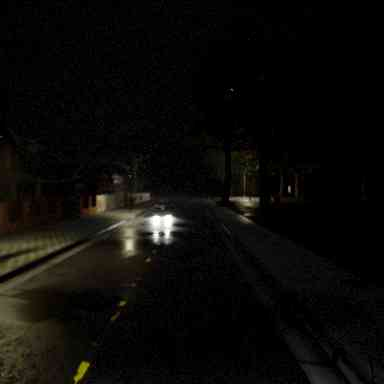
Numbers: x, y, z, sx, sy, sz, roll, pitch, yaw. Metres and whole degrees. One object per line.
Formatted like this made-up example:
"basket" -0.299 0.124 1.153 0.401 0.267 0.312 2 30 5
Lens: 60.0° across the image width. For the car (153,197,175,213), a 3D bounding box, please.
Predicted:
"car" -2.728 1.270 33.314 2.128 1.511 4.902 0 0 0
